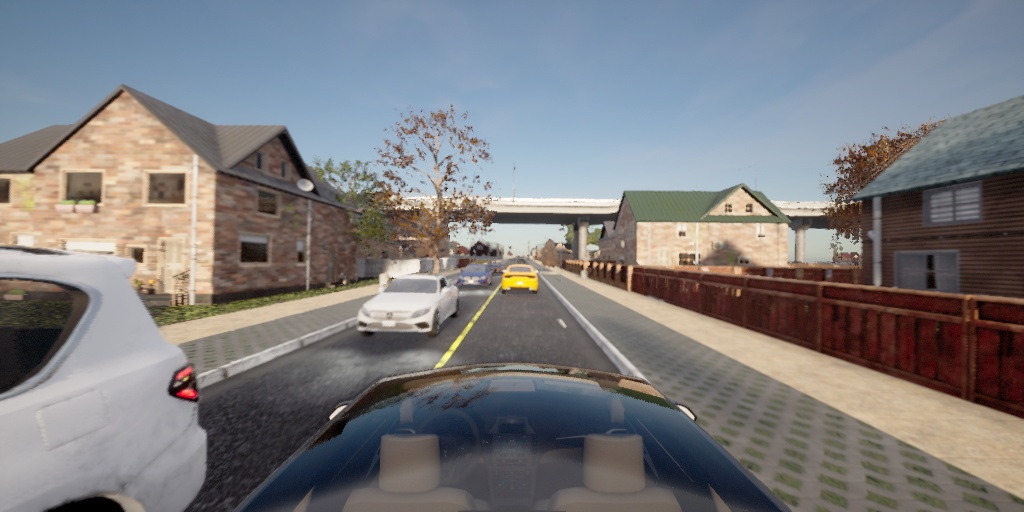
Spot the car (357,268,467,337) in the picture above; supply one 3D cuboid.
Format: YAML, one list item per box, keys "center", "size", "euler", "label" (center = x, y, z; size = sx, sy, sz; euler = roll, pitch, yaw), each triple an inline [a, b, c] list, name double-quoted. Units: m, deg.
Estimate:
- center: [-2.666, 1.242, 10.308]
  size: [1.812, 1.442, 4.674]
  euler: [1, 0, 2]
  label: "car"

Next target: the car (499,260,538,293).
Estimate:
- center: [0.470, 1.231, 20.725]
  size: [1.882, 1.535, 5.008]
  euler: [1, 0, 2]
  label: "car"

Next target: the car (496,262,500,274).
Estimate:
- center: [-1.813, 1.304, 37.959]
  size: [1.994, 1.385, 4.181]
  euler: [1, 0, 2]
  label: "car"

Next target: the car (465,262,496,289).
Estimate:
- center: [-2.301, 1.242, 23.219]
  size: [1.812, 1.442, 4.674]
  euler: [1, 0, 2]
  label: "car"
